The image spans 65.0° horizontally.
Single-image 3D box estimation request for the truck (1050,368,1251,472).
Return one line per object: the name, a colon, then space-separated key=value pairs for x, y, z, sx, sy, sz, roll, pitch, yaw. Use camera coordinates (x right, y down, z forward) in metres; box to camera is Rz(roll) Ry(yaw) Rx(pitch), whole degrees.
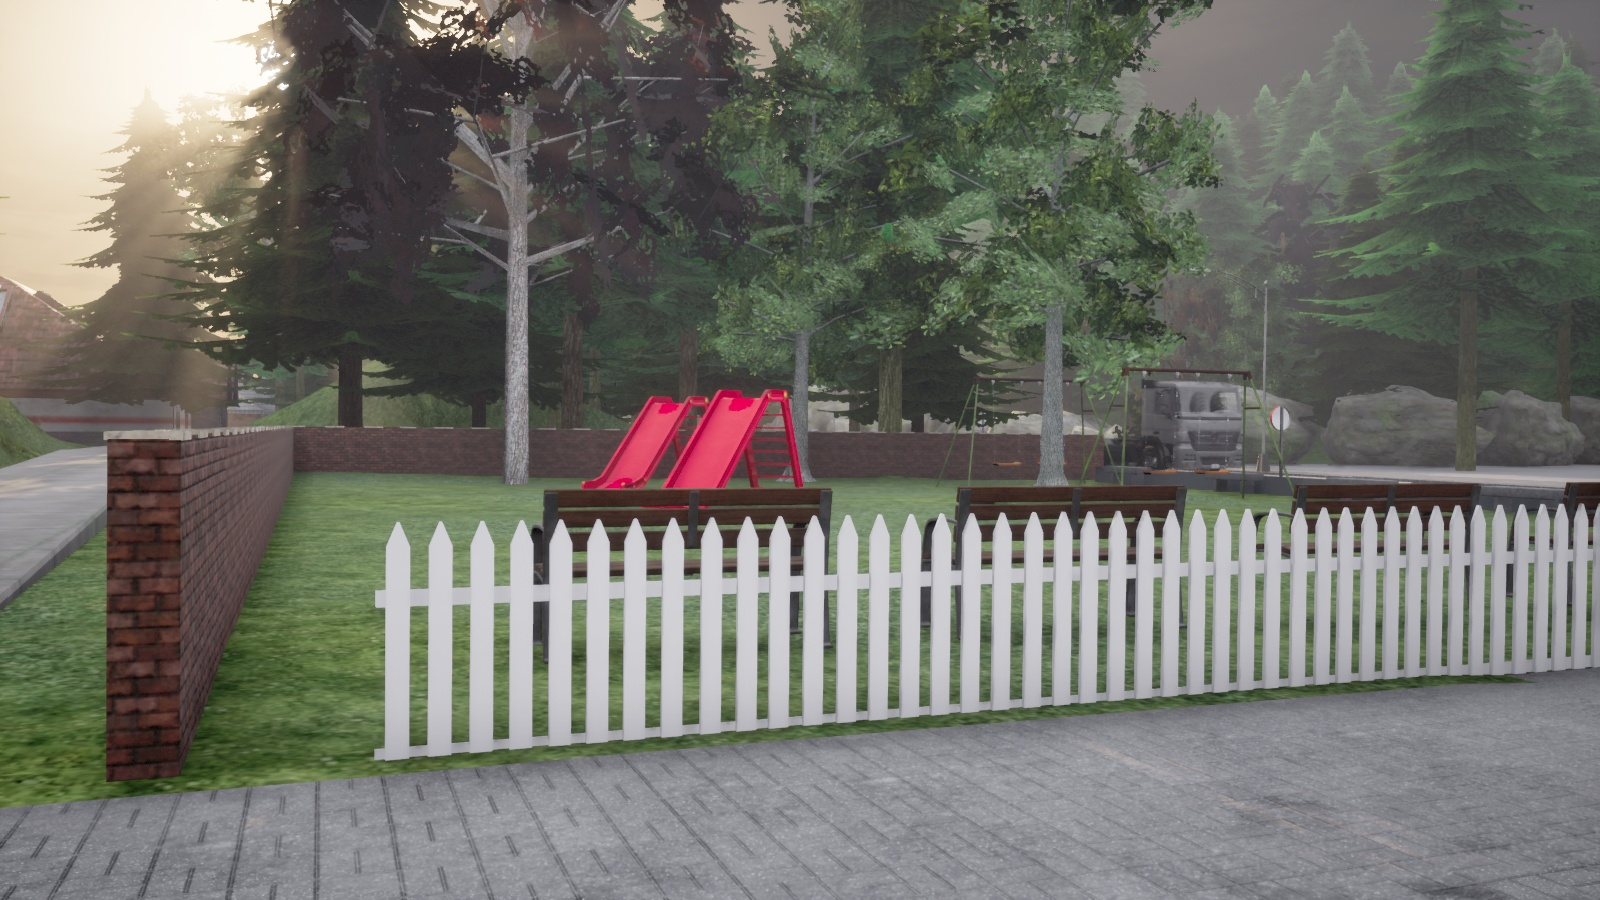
truck: x=12.545 y=-1.067 z=45.823 sx=2.891 sy=3.462 sz=7.936 roll=-1 pitch=1 yaw=-21
